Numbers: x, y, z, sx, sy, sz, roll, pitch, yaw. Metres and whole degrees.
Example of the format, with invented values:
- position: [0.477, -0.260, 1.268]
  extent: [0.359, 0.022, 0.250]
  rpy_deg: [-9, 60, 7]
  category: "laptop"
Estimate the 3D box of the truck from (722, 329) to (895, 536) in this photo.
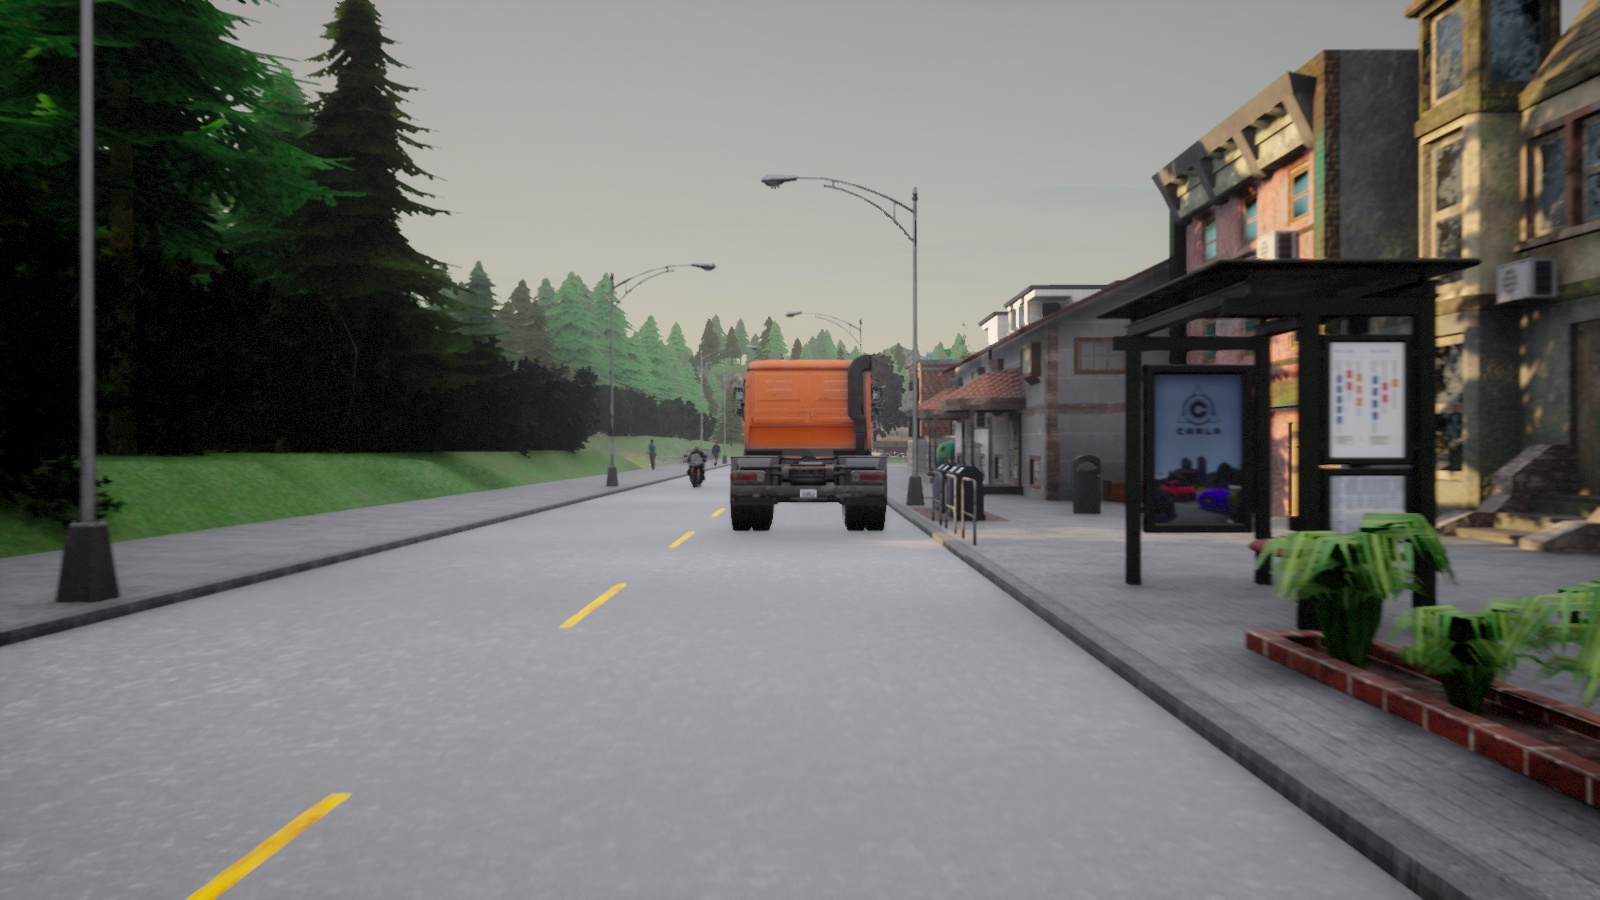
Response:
- position: [0.160, -0.308, 24.999]
  extent: [2.891, 3.462, 7.936]
  rpy_deg: [0, 0, 0]
  category: "truck"

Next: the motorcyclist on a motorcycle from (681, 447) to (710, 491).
- position: [-3.726, 0.647, 44.937]
  extent: [0.866, 1.530, 2.191]
  rpy_deg: [0, 0, 0]
  category: "motorcyclist on a motorcycle"

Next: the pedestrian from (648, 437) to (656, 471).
- position: [-8.570, 0.237, 72.762]
  extent: [0.396, 1.930, 0.692]
  rpy_deg: [0, 0, 0]
  category: "pedestrian"
